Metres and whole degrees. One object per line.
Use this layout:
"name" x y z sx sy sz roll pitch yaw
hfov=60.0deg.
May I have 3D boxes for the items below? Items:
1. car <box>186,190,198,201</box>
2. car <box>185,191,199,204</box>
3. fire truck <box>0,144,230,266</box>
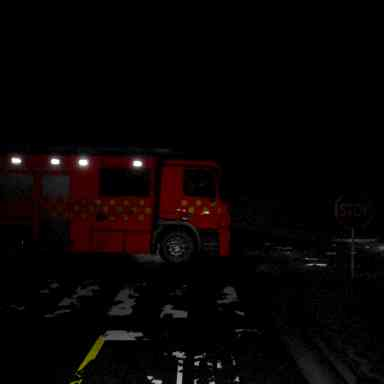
"car" -0.015 0.728 66.841 2.150 2.045 5.566 0 1 0
"car" -0.012 0.856 56.420 2.150 2.045 5.566 0 1 0
"fire truck" -2.990 0.332 11.613 8.468 3.827 2.891 1 0 0
